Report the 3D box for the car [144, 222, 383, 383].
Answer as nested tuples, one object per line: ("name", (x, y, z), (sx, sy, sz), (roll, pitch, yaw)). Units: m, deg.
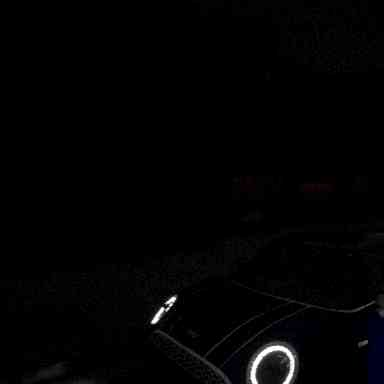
("car", (1.672, 1.345, 4.263), (4.553, 1.767, 2.097), (0, 0, -36))
